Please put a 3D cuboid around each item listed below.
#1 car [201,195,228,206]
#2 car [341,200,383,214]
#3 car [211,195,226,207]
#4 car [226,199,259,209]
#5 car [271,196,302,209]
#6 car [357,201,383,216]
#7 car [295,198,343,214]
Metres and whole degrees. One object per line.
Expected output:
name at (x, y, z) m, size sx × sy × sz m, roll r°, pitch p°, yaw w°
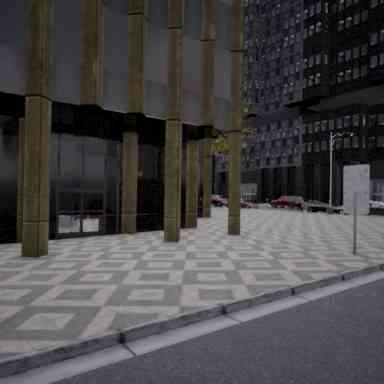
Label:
car at (4.104, 1.507, 61.221) m, size 2.192 × 1.841 × 5.009 m, roll 1°, pitch -1°, yaw -35°
car at (20.060, 1.704, 38.746) m, size 2.008 × 1.369 × 4.403 m, roll 1°, pitch -1°, yaw -35°
car at (3.543, 1.308, 47.291) m, size 2.192 × 1.841 × 5.009 m, roll 1°, pitch -1°, yaw -35°
car at (6.731, 1.567, 42.793) m, size 1.802 × 1.307 × 4.206 m, roll 1°, pitch -1°, yaw -35°
car at (13.679, 1.483, 47.737) m, size 2.192 × 1.841 × 5.009 m, roll 1°, pitch -1°, yaw -35°
car at (16.308, 1.514, 29.309) m, size 2.008 × 1.369 × 4.403 m, roll 1°, pitch -1°, yaw -35°
car at (13.116, 1.536, 33.803) m, size 1.947 × 1.339 × 4.313 m, roll 1°, pitch -1°, yaw -35°
